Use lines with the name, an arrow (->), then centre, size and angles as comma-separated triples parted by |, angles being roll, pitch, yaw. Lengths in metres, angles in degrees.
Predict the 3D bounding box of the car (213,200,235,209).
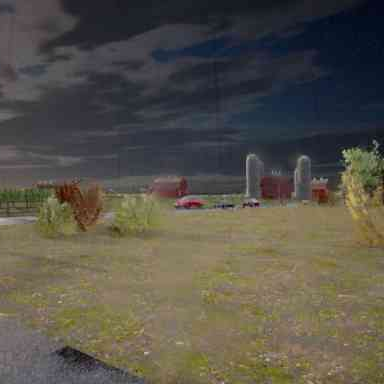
car -> 5.409, 2.014, 54.916 | 2.128, 1.511, 4.902 | -1, -1, 36

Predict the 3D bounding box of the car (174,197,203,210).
car -> -0.481, 1.749, 52.966 | 2.150, 2.045, 5.566 | -1, -1, 36

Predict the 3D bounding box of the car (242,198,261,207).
car -> 11.417, 1.989, 63.318 | 2.097, 1.767, 4.553 | -1, -1, 36
